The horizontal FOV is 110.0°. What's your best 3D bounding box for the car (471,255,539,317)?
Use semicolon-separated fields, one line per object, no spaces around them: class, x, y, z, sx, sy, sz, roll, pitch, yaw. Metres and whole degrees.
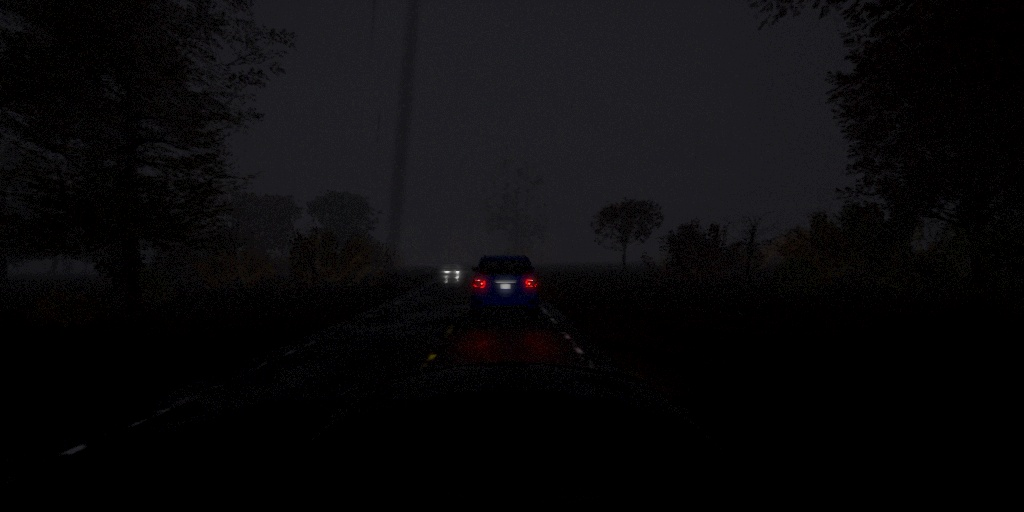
car;-0.307;0.973;13.261;2.150;2.045;5.566;0;0;-3

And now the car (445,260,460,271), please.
car;-8.504;1.337;51.012;1.812;1.442;4.674;0;0;-12
